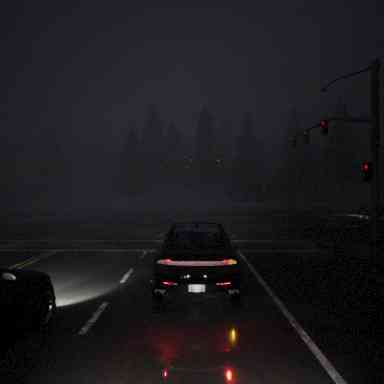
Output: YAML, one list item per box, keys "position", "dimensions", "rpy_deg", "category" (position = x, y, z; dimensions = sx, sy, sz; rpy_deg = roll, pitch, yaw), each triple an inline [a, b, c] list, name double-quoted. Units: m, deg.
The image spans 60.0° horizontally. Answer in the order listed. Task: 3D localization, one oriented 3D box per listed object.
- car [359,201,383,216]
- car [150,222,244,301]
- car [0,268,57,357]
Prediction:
- position: [18.703, 1.492, 31.193]
  dimensions: [5.357, 1.411, 2.033]
  rpy_deg: [0, 0, 0]
  category: "car"
- position: [0.124, 1.492, 8.315]
  dimensions: [2.128, 1.511, 4.902]
  rpy_deg: [0, 0, 1]
  category: "car"
- position: [-3.403, 1.564, 4.249]
  dimensions: [1.994, 1.385, 4.181]
  rpy_deg: [0, 0, 0]
  category: "car"
